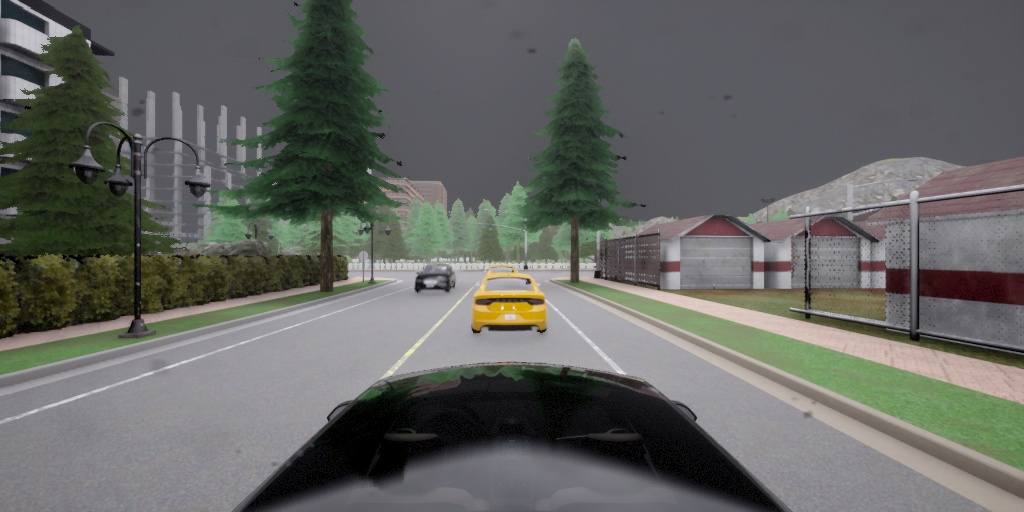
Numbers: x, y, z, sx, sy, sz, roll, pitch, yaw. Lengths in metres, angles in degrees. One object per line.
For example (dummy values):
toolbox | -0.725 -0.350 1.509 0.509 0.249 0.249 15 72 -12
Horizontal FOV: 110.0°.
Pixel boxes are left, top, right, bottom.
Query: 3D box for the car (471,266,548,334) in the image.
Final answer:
car | -0.117 1.230 10.653 1.882 1.535 5.008 0 0 -2

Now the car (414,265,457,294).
car | -4.258 1.249 20.445 2.128 1.511 4.902 0 0 -3
